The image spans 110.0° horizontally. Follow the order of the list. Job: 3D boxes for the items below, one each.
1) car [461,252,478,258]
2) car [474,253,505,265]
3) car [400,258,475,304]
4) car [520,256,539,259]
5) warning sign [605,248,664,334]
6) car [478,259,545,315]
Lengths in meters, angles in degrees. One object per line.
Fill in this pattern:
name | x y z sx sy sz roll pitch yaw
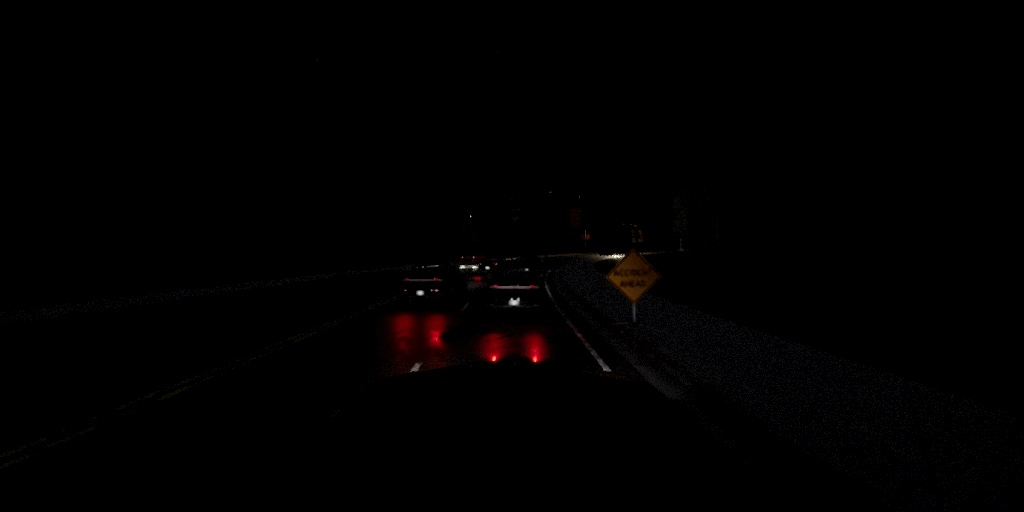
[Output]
car | -5.113 0.219 47.091 2.097 1.767 4.553 0 1 15
car | -1.619 0.707 30.756 1.812 1.442 4.674 0 1 8
car | -3.055 0.997 14.712 2.128 1.511 4.902 0 1 2
car | 1.527 0.693 29.864 1.837 1.490 4.892 0 1 8
warning sign | 2.815 0.744 8.258 1.300 1.860 1.060 0 0 0
car | 0.116 1.041 12.429 2.128 1.511 4.902 0 1 1
